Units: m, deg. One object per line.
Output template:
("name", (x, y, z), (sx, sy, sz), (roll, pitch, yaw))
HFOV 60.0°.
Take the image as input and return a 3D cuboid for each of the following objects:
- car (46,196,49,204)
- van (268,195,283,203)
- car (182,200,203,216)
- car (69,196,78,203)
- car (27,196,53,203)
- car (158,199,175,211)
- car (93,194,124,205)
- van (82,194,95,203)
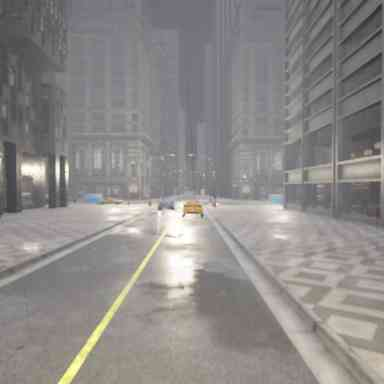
("car", (-25.418, 1.600, 59.643), (4.507, 1.381, 1.887), (0, 1, 0))
("van", (17.712, 1.410, 68.366), (3.998, 1.788, 1.690), (0, 1, 0))
("car", (0.078, 1.488, 32.539), (1.882, 1.535, 5.008), (0, 0, 0))
("car", (-25.685, 1.492, 68.166), (4.313, 1.339, 1.947), (0, 1, 0))
("car", (-31.098, 1.455, 68.142), (4.507, 1.381, 1.887), (0, 1, 0))
("car", (-3.051, 1.546, 40.384), (1.812, 1.442, 4.674), (0, 0, 0))
("car", (-14.668, 1.614, 59.683), (4.829, 1.417, 1.752), (0, 1, 0))
("van", (-20.272, 1.283, 68.187), (3.998, 1.788, 1.690), (0, 1, 0))
